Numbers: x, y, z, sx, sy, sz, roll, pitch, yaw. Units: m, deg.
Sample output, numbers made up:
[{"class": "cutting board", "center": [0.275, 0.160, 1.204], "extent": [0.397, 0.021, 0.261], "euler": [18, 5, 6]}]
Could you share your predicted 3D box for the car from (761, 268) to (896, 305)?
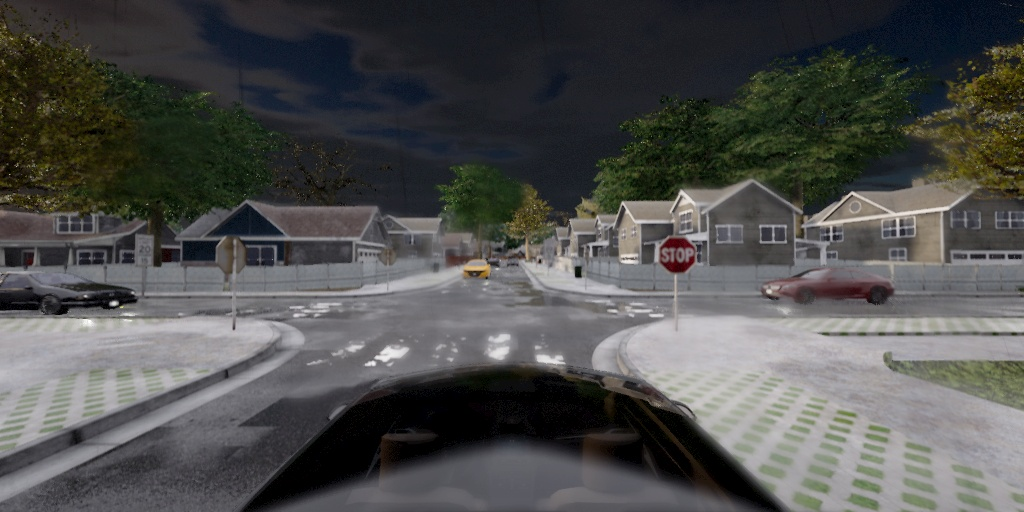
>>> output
[{"class": "car", "center": [12.981, 1.206, 14.838], "extent": [4.674, 1.442, 1.812], "euler": [0, -1, 1]}]

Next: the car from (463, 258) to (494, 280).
[{"class": "car", "center": [-2.779, 1.048, 29.160], "extent": [1.882, 1.535, 5.008], "euler": [0, 0, 0]}]

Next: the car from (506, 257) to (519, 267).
[{"class": "car", "center": [0.132, 0.954, 55.672], "extent": [2.033, 1.411, 5.357], "euler": [0, 0, 0]}]

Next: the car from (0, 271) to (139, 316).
[{"class": "car", "center": [-16.121, 1.226, 12.163], "extent": [5.357, 1.411, 2.033], "euler": [0, -1, 1]}]

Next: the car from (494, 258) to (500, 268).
[{"class": "car", "center": [-2.676, 0.975, 52.132], "extent": [2.033, 1.411, 5.357], "euler": [0, 0, 1]}]
